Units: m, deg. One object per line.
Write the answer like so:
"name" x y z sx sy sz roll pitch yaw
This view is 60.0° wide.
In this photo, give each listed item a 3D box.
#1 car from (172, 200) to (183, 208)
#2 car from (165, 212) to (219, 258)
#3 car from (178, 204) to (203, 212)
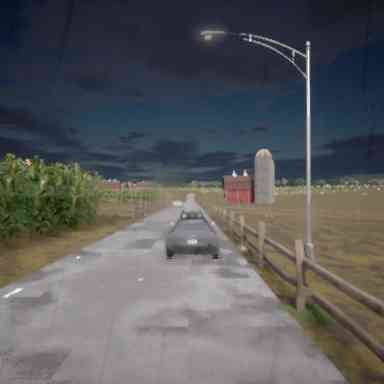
"car" -2.773 2.359 64.551 1.812 1.442 4.674 0 -1 1
"car" 0.021 1.712 13.482 1.994 1.385 4.181 0 -1 0
"car" 0.016 1.927 28.244 1.895 1.301 4.718 0 -1 0
